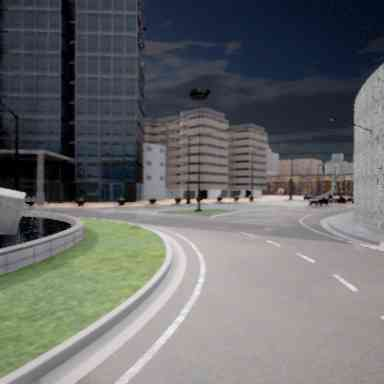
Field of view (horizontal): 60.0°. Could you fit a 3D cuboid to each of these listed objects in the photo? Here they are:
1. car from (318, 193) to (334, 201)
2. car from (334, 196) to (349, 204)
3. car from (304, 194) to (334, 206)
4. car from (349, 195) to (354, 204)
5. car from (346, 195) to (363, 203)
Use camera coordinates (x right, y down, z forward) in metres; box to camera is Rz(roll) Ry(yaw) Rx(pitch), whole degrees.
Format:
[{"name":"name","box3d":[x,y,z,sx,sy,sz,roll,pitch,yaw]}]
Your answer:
[{"name":"car","box3d":[30.751,1.145,76.423,2.097,1.767,4.553,1,0,39]},{"name":"car","box3d":[26.146,1.379,59.517,1.812,1.442,4.674,1,0,39]},{"name":"car","box3d":[19.733,1.345,51.534,2.128,1.511,4.902,1,0,39]},{"name":"car","box3d":[29.414,1.484,57.998,1.895,1.301,4.718,1,0,39]},{"name":"car","box3d":[33.714,1.345,68.937,2.128,1.511,4.902,1,0,39]}]
